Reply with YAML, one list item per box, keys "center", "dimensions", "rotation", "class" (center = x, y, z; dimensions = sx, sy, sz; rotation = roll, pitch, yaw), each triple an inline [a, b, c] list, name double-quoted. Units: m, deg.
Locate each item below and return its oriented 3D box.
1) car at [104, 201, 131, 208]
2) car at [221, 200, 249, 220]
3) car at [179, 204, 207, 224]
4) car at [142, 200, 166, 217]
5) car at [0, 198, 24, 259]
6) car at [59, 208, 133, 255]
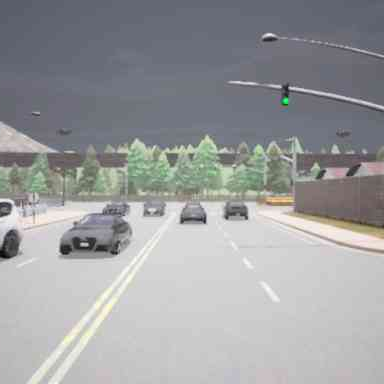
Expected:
- center: [-7.002, 1.540, 31.338]
  dimensions: [1.994, 1.385, 4.181]
  rotation: [0, 0, 0]
  class: "car"
- center: [3.611, 1.478, 28.178]
  dimensions: [1.837, 1.490, 4.892]
  rotation: [0, 0, 1]
  class: "car"
- center: [0.098, 1.541, 24.721]
  dimensions: [1.994, 1.385, 4.181]
  rotation: [0, 0, 0]
  class: "car"
- center: [-3.502, 1.502, 31.493]
  dimensions: [2.128, 1.511, 4.902]
  rotation: [0, 0, 0]
  class: "car"
- center: [-7.101, 1.212, 9.657]
  dimensions: [2.150, 2.045, 5.566]
  rotation: [0, 0, 0]
  class: "car"
- center: [-3.597, 1.551, 13.083]
  dimensions: [1.994, 1.385, 4.181]
  rotation: [0, 0, 0]
  class: "car"
